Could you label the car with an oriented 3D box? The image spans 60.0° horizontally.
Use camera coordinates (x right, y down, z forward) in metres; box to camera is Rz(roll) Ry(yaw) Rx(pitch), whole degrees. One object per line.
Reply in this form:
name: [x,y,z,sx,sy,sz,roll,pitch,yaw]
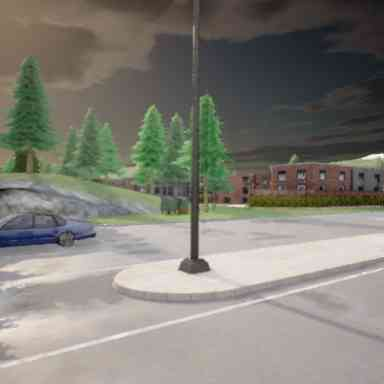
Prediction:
car: [-6.647,1.543,13.392,5.357,1.411,2.033,1,0,-35]
